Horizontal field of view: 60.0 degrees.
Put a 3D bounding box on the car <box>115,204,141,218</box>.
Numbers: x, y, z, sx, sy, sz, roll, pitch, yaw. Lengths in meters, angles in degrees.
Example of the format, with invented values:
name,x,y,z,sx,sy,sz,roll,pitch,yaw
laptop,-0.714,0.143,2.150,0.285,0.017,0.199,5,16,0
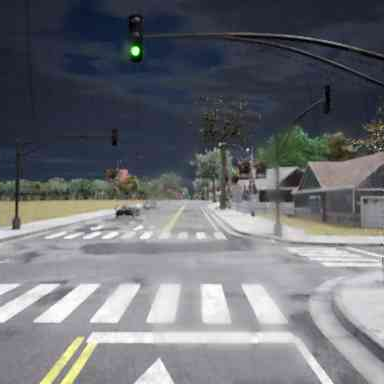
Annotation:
name,x,y,z,sx,sy,sz,roll,pitch,yaw
car,-6.607,1.937,34.480,1.895,1.301,4.718,0,-1,0

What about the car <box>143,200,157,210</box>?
name,x,y,z,sx,sy,sz,roll,pitch,yaw
car,-6.569,2.010,52.381,2.128,1.511,4.902,0,-1,1
